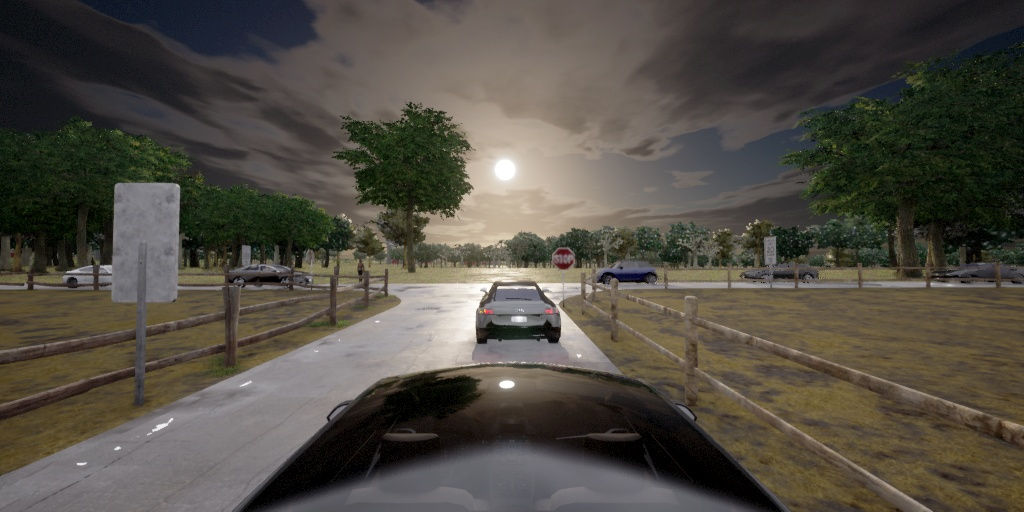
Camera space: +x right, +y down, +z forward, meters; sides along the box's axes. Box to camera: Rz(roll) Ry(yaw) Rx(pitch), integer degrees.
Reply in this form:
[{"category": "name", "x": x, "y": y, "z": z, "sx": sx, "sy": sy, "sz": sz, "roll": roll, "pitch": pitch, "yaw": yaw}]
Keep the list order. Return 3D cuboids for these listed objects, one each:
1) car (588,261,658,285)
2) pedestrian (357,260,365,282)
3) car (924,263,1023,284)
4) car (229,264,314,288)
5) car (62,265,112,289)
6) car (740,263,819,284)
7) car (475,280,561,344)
[{"category": "car", "x": 7.740, "y": 1.123, "z": 25.272, "sx": 4.553, "sy": 1.767, "sz": 2.097, "roll": 0, "pitch": -1, "yaw": -6}, {"category": "pedestrian", "x": -12.135, "y": 1.185, "z": 28.741, "sx": 0.375, "sy": 1.860, "sz": 0.375, "roll": 0, "pitch": -1, "yaw": 0}, {"category": "car", "x": 32.352, "y": 1.194, "z": 24.847, "sx": 5.357, "sy": 1.411, "sz": 2.033, "roll": 0, "pitch": -2, "yaw": 7}, {"category": "car", "x": -15.250, "y": 1.260, "z": 22.759, "sx": 4.902, "sy": 1.511, "sz": 2.128, "roll": 0, "pitch": -1, "yaw": 0}, {"category": "car", "x": -25.519, "y": 1.290, "z": 22.749, "sx": 4.674, "sy": 1.442, "sz": 1.812, "roll": 0, "pitch": -1, "yaw": 0}, {"category": "car", "x": 18.984, "y": 1.231, "z": 25.617, "sx": 4.892, "sy": 1.490, "sz": 1.837, "roll": -1, "pitch": -2, "yaw": 1}, {"category": "car", "x": 0.081, "y": 1.325, "z": 9.675, "sx": 1.994, "sy": 1.385, "sz": 4.181, "roll": 0, "pitch": 0, "yaw": -2}]
